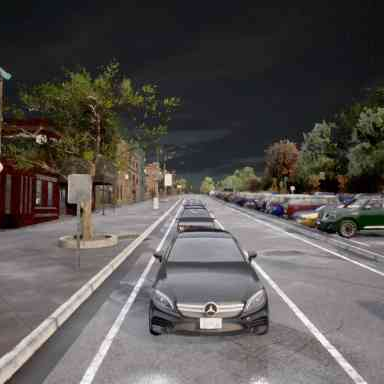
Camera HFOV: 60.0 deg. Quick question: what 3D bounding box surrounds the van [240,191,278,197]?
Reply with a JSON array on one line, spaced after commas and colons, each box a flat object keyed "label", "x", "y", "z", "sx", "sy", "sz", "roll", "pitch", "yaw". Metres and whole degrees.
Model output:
[{"label": "van", "x": 9.182, "y": 1.163, "z": 45.101, "sx": 4.442, "sy": 1.987, "sz": 1.878, "roll": 0, "pitch": 0, "yaw": 0}]

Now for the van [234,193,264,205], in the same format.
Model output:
[{"label": "van", "x": 9.119, "y": 1.089, "z": 53.508, "sx": 4.442, "sy": 1.987, "sz": 1.878, "roll": 0, "pitch": 1, "yaw": 0}]

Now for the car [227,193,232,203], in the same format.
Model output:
[{"label": "car", "x": 8.975, "y": 1.290, "z": 56.312, "sx": 4.892, "sy": 1.521, "sz": 2.231, "roll": 0, "pitch": 1, "yaw": 0}]

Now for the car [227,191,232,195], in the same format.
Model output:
[{"label": "car", "x": 8.992, "y": 1.139, "z": 59.114, "sx": 4.553, "sy": 1.767, "sz": 2.185, "roll": 0, "pitch": 1, "yaw": 0}]

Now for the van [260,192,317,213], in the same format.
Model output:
[{"label": "van", "x": 9.053, "y": 1.230, "z": 31.077, "sx": 4.442, "sy": 1.987, "sz": 1.878, "roll": 0, "pitch": 0, "yaw": 0}]

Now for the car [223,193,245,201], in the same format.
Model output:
[{"label": "car", "x": 8.846, "y": 1.039, "z": 70.326, "sx": 4.553, "sy": 1.767, "sz": 2.185, "roll": 0, "pitch": 1, "yaw": 0}]

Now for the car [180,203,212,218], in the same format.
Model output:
[{"label": "car", "x": 0.187, "y": 1.532, "z": 17.428, "sx": 2.033, "sy": 1.411, "sz": 5.357, "roll": 0, "pitch": 0, "yaw": 0}]

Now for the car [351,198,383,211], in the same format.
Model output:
[{"label": "car", "x": 22.210, "y": 1.452, "z": 40.237, "sx": 4.792, "sy": 1.488, "sz": 2.163, "roll": 0, "pitch": 0, "yaw": 0}]

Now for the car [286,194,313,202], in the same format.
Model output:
[{"label": "car", "x": 21.980, "y": 1.188, "z": 67.994, "sx": 4.892, "sy": 1.521, "sz": 2.231, "roll": 0, "pitch": 1, "yaw": 0}]

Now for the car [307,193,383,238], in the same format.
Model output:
[{"label": "car", "x": 9.246, "y": 1.221, "z": 17.058, "sx": 5.566, "sy": 2.045, "sz": 2.435, "roll": 0, "pitch": 0, "yaw": 0}]

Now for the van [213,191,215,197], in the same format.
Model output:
[{"label": "van", "x": 8.614, "y": 0.764, "z": 89.946, "sx": 4.442, "sy": 1.987, "sz": 1.878, "roll": 0, "pitch": 1, "yaw": 0}]

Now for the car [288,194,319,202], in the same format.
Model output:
[{"label": "car", "x": 21.810, "y": 1.209, "z": 65.216, "sx": 5.366, "sy": 1.575, "sz": 1.946, "roll": 0, "pitch": 0, "yaw": 0}]

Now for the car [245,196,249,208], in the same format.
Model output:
[{"label": "car", "x": 9.104, "y": 1.466, "z": 39.491, "sx": 4.674, "sy": 1.452, "sz": 2.002, "roll": 0, "pitch": 0, "yaw": 0}]

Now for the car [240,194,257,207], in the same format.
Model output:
[{"label": "car", "x": 9.092, "y": 1.409, "z": 42.294, "sx": 4.892, "sy": 1.521, "sz": 2.231, "roll": 0, "pitch": 0, "yaw": 0}]

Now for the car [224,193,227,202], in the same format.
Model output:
[{"label": "car", "x": 8.937, "y": 1.279, "z": 61.919, "sx": 4.674, "sy": 1.452, "sz": 2.002, "roll": 0, "pitch": 1, "yaw": 0}]

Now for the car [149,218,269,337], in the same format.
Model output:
[{"label": "car", "x": 0.250, "y": 1.524, "z": 6.849, "sx": 1.812, "sy": 1.442, "sz": 4.674, "roll": 0, "pitch": 0, "yaw": 0}]

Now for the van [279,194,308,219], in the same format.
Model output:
[{"label": "van", "x": 9.328, "y": 1.237, "z": 25.469, "sx": 4.442, "sy": 1.987, "sz": 1.878, "roll": 0, "pitch": 0, "yaw": 0}]

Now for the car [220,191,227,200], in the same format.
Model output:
[{"label": "car", "x": 8.890, "y": 0.963, "z": 64.719, "sx": 5.566, "sy": 2.045, "sz": 2.435, "roll": 0, "pitch": 1, "yaw": 0}]

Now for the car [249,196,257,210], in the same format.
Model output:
[{"label": "car", "x": 9.157, "y": 1.470, "z": 36.683, "sx": 4.792, "sy": 1.488, "sz": 2.163, "roll": 0, "pitch": 0, "yaw": 0}]

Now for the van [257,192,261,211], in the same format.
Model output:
[{"label": "van", "x": 9.265, "y": 1.222, "z": 33.880, "sx": 4.442, "sy": 1.987, "sz": 1.878, "roll": 0, "pitch": 0, "yaw": 0}]

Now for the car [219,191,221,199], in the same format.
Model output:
[{"label": "car", "x": 8.869, "y": 0.938, "z": 67.522, "sx": 5.566, "sy": 2.045, "sz": 2.435, "roll": 0, "pitch": 1, "yaw": 0}]

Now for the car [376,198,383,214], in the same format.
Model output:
[{"label": "car", "x": 22.407, "y": 1.444, "z": 34.683, "sx": 5.366, "sy": 1.575, "sz": 1.946, "roll": 0, "pitch": 0, "yaw": 0}]

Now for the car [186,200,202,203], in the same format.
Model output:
[{"label": "car", "x": 0.209, "y": 1.442, "z": 29.876, "sx": 2.128, "sy": 1.511, "sz": 4.902, "roll": 0, "pitch": 0, "yaw": 0}]

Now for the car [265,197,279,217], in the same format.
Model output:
[{"label": "car", "x": 9.185, "y": 1.460, "z": 28.271, "sx": 5.008, "sy": 1.535, "sz": 2.097, "roll": 0, "pitch": 0, "yaw": 0}]

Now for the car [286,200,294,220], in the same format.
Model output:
[{"label": "car", "x": 9.235, "y": 1.506, "z": 22.665, "sx": 4.674, "sy": 1.452, "sz": 2.002, "roll": 0, "pitch": 0, "yaw": 0}]

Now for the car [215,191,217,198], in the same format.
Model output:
[{"label": "car", "x": 8.788, "y": 1.065, "z": 81.540, "sx": 5.008, "sy": 1.535, "sz": 2.097, "roll": 0, "pitch": 1, "yaw": 0}]

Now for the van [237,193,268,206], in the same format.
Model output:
[{"label": "van", "x": 9.140, "y": 1.114, "z": 50.705, "sx": 4.442, "sy": 1.987, "sz": 1.878, "roll": 0, "pitch": 1, "yaw": 0}]

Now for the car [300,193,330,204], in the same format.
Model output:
[{"label": "car", "x": 22.067, "y": 1.136, "z": 59.666, "sx": 4.553, "sy": 1.767, "sz": 2.185, "roll": 0, "pitch": 1, "yaw": 0}]

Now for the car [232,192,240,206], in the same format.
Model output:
[{"label": "car", "x": 9.016, "y": 1.113, "z": 47.900, "sx": 5.566, "sy": 2.045, "sz": 2.435, "roll": 0, "pitch": 1, "yaw": 0}]

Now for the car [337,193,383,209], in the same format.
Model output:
[{"label": "car", "x": 22.132, "y": 1.153, "z": 43.010, "sx": 5.566, "sy": 2.045, "sz": 2.435, "roll": 0, "pitch": 0, "yaw": 0}]

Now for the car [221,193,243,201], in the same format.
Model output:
[{"label": "car", "x": 8.825, "y": 1.014, "z": 73.130, "sx": 4.553, "sy": 1.767, "sz": 2.185, "roll": 0, "pitch": 1, "yaw": 0}]

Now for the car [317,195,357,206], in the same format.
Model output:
[{"label": "car", "x": 22.285, "y": 1.332, "z": 51.340, "sx": 5.366, "sy": 1.575, "sz": 1.946, "roll": 0, "pitch": 1, "yaw": 0}]

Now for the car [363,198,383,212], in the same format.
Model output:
[{"label": "car", "x": 22.172, "y": 1.469, "z": 37.454, "sx": 4.792, "sy": 1.488, "sz": 2.163, "roll": 0, "pitch": 0, "yaw": 0}]

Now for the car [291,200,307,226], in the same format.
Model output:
[{"label": "car", "x": 9.068, "y": 1.466, "z": 19.860, "sx": 5.366, "sy": 1.575, "sz": 1.946, "roll": 0, "pitch": 0, "yaw": 0}]
